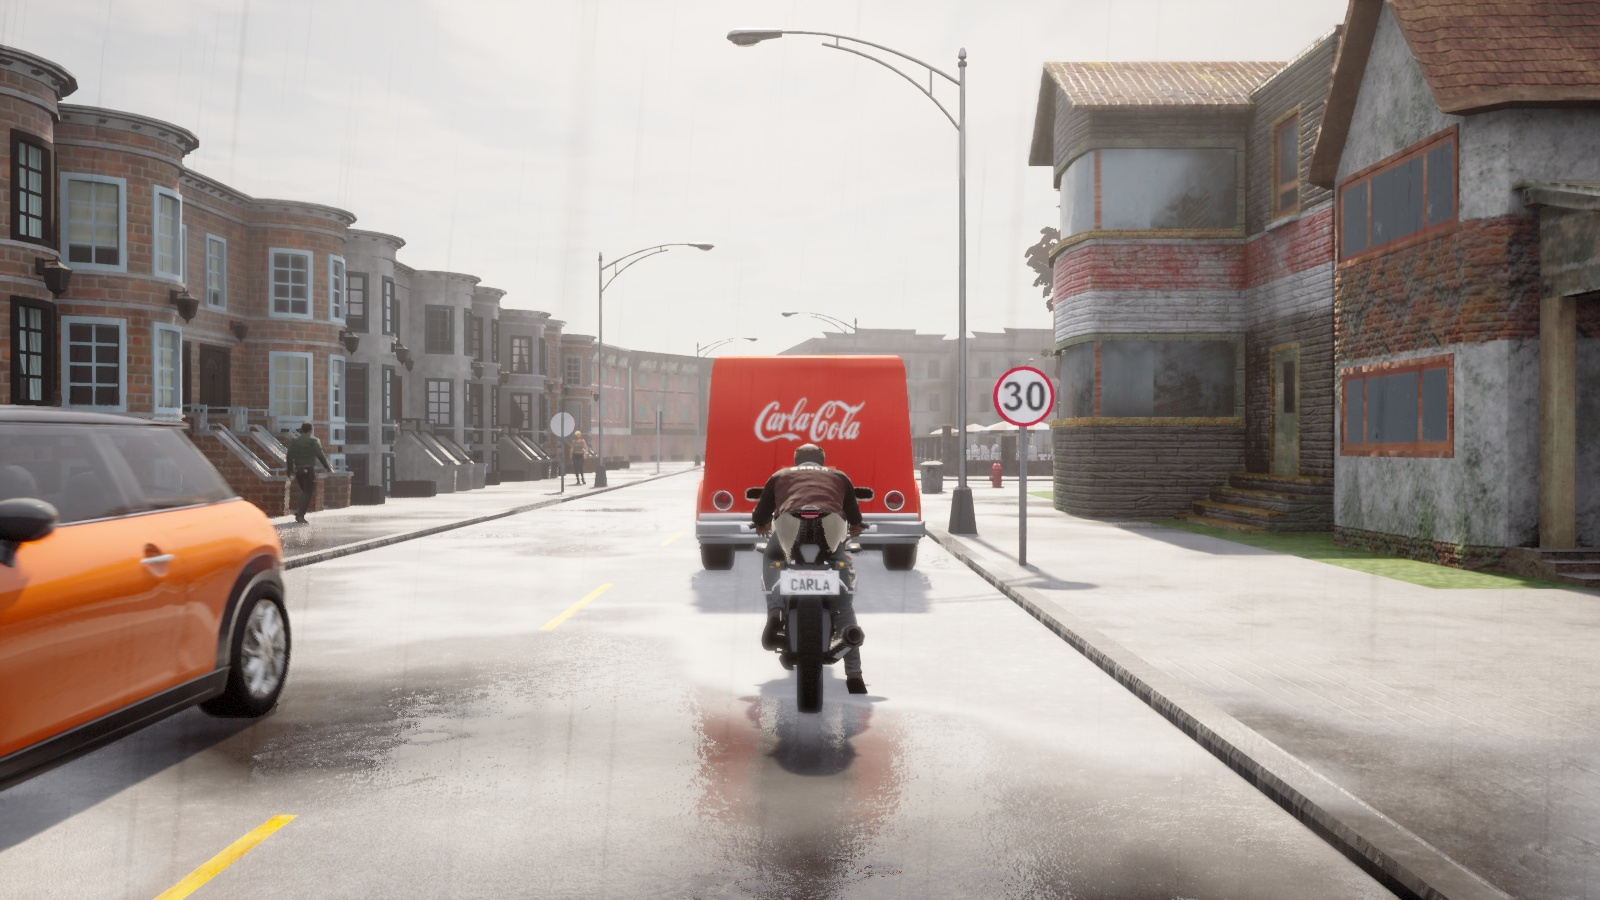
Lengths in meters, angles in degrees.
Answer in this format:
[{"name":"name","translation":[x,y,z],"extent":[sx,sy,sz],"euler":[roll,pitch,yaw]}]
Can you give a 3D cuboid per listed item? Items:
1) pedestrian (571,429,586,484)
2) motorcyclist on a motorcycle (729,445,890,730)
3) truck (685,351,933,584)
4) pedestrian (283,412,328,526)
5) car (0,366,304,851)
[{"name":"pedestrian","translation":[-7.372,0.214,41.768],"extent":[0.345,1.836,0.594],"euler":[0,0,4]},{"name":"motorcyclist on a motorcycle","translation":[0.059,0.737,7.850],"extent":[0.866,1.530,2.191],"euler":[0,0,0]},{"name":"truck","translation":[0.105,0.170,15.910],"extent":[2.627,2.467,5.204],"euler":[0,0,0]},{"name":"pedestrian","translation":[-8.587,0.326,21.823],"extent":[0.423,1.949,0.788],"euler":[0,0,6]},{"name":"car","translation":[-3.956,0.573,5.051],"extent":[2.097,1.767,4.553],"euler":[0,0,0]}]
